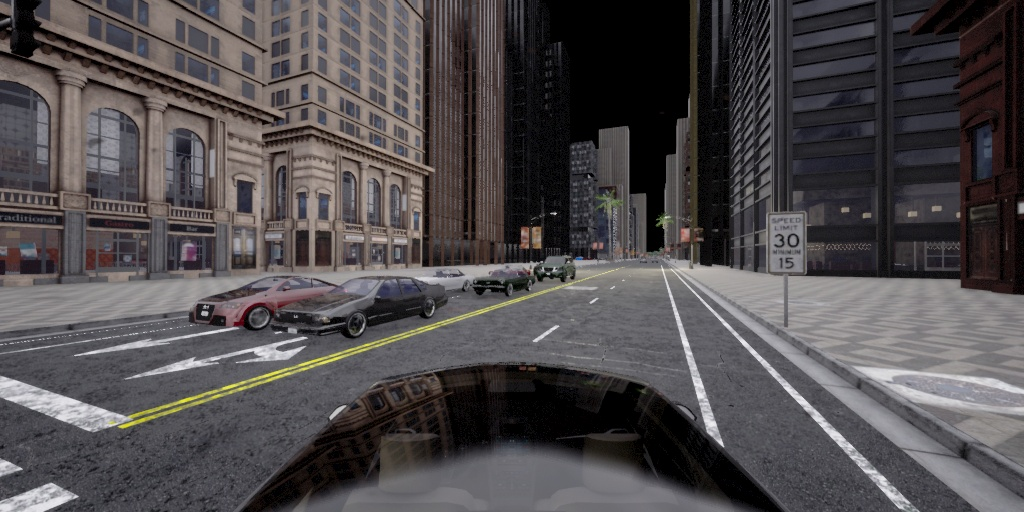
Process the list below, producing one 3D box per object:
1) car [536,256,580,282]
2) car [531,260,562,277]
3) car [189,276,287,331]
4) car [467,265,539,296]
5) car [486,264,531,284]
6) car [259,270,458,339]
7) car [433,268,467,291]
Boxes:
[{"bbox_3d":[3.733,0.986,29.332,2.150,2.045,5.566,0,0,22],"label":"car"},{"bbox_3d":[3.768,1.250,37.911,1.882,1.535,5.008,0,0,23],"label":"car"},{"bbox_3d":[-7.218,1.315,11.149,1.994,1.385,4.181,0,0,22],"label":"car"},{"bbox_3d":[-0.321,1.357,19.433,1.895,1.301,4.718,0,0,22],"label":"car"},{"bbox_3d":[-0.132,1.364,28.480,1.895,1.301,4.718,0,0,22],"label":"car"},{"bbox_3d":[-3.952,1.299,10.558,2.033,1.411,5.357,0,0,22],"label":"car"},{"bbox_3d":[-3.905,1.356,19.260,1.895,1.301,4.718,0,0,22],"label":"car"}]
